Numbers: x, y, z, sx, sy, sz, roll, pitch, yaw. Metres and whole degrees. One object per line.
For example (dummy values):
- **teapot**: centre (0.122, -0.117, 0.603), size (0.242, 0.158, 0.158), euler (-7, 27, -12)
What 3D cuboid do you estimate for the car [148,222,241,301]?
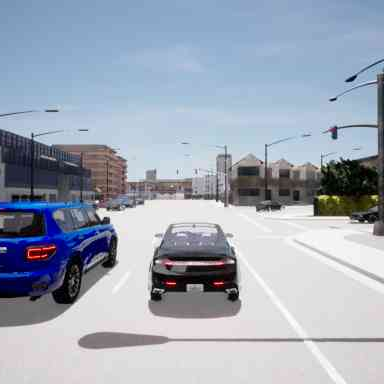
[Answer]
- **car**: centre (0.055, 1.506, 8.365), size (2.128, 1.511, 4.902), euler (0, 0, 0)

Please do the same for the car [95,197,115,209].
- **car**: centre (-14.170, 1.787, 54.667), size (2.097, 1.767, 4.553), euler (0, 0, 0)

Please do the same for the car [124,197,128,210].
- **car**: centre (-10.670, 1.884, 46.719), size (1.837, 1.490, 4.892), euler (0, 0, 0)

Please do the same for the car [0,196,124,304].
- **car**: centre (-3.446, 1.239, 8.320), size (2.150, 2.045, 5.566), euler (0, 0, 0)

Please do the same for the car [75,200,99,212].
- **car**: centre (-14.179, 1.873, 45.366), size (1.837, 1.490, 4.892), euler (0, 0, -1)

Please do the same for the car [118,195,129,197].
- **car**: centre (-14.109, 1.569, 67.793), size (2.150, 2.045, 5.566), euler (0, 1, 0)

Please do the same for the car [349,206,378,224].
- **car**: centre (15.061, 1.686, 25.499), size (5.357, 1.411, 2.033), euler (0, -1, 0)

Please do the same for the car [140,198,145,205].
- **car**: centre (-10.624, 1.854, 66.250), size (2.128, 1.511, 4.902), euler (0, 1, 0)

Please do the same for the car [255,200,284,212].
- **car**: centre (10.426, 1.904, 44.608), size (4.892, 1.490, 1.837), euler (1, -1, -44)

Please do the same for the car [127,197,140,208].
- **car**: centre (-10.673, 1.974, 56.455), size (2.033, 1.411, 5.357), euler (0, 0, 0)
